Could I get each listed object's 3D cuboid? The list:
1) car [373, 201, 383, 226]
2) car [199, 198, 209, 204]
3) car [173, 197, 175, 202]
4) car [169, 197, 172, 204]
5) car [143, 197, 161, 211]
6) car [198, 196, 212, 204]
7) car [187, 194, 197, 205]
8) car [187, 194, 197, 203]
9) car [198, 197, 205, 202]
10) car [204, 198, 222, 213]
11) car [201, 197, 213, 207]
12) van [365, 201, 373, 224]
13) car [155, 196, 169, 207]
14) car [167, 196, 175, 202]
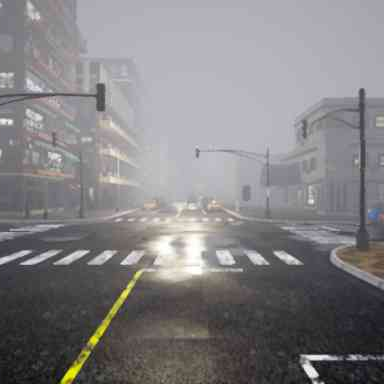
[{"bbox_3d":[15.495,1.390,22.012,5.566,2.045,2.150,0,-1,0],"label":"car"},{"bbox_3d":[2.700,1.955,73.352,2.008,1.369,4.403,0,0,0],"label":"car"},{"bbox_3d":[-5.679,2.020,84.431,1.887,1.381,4.507,0,0,0],"label":"car"},{"bbox_3d":[-5.681,1.919,67.813,2.008,1.369,4.403,0,0,0],"label":"car"},{"bbox_3d":[-5.683,1.761,45.487,1.752,1.417,4.829,0,0,0],"label":"car"},{"bbox_3d":[2.700,1.616,56.736,2.192,1.841,5.009,0,0,0],"label":"car"},{"bbox_3d":[0.007,1.715,66.895,2.097,1.767,4.553,0,0,0],"label":"car"},{"bbox_3d":[0.009,1.541,76.959,2.150,2.045,5.566,0,0,0],"label":"car"},{"bbox_3d":[2.702,2.078,95.679,1.752,1.417,4.829,0,0,0],"label":"car"},{"bbox_3d":[2.697,1.733,40.288,1.752,1.417,4.829,0,0,0],"label":"car"},{"bbox_3d":[2.698,1.851,51.196,1.802,1.307,4.206,0,0,0],"label":"car"},{"bbox_3d":[14.902,1.531,24.602,3.998,1.788,1.690,0,-1,0],"label":"van"},{"bbox_3d":[-5.681,1.615,56.736,2.192,1.841,5.009,0,0,0],"label":"car"},{"bbox_3d":[-5.678,1.953,89.970,1.967,1.590,4.097,0,0,0],"label":"car"}]
